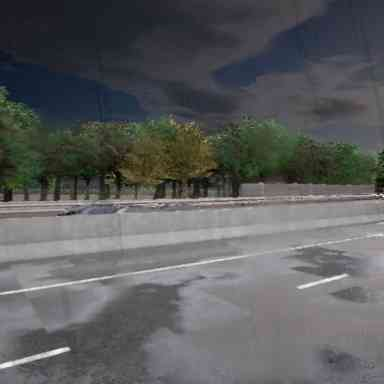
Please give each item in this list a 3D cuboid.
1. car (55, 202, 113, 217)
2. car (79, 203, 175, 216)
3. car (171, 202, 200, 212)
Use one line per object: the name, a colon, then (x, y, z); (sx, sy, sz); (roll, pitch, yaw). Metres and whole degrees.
car: (-5.939, 1.534, 21.223); (5.357, 1.411, 2.033); (0, 0, -35)
car: (-3.561, 1.513, 18.616); (4.674, 1.442, 1.812); (0, 0, -35)
car: (-1.325, 1.524, 28.640); (4.181, 1.385, 1.994); (0, 0, -35)
